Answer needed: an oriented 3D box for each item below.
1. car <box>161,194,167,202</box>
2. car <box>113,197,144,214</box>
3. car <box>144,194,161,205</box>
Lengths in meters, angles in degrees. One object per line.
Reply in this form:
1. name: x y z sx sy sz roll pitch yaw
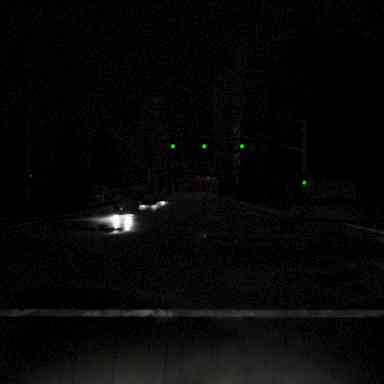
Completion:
1. car: -6.051 1.051 64.769 2.128 1.511 4.902 0 1 1
2. car: -6.403 1.266 32.770 2.128 1.511 4.902 0 0 1
3. car: -6.224 1.136 49.900 1.882 1.535 5.008 0 0 1
